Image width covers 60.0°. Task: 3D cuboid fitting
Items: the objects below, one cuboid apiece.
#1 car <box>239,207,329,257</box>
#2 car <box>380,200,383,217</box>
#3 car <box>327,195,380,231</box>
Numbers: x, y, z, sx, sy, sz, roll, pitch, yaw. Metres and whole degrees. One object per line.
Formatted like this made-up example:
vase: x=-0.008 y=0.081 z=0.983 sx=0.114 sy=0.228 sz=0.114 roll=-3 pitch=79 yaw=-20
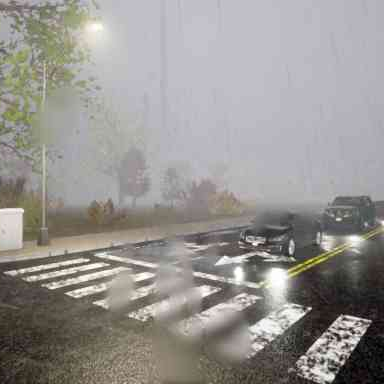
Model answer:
car: x=3.651 y=1.518 z=13.188 sx=1.837 sy=1.490 sz=4.892 roll=0 pitch=0 yaw=39
car: x=16.699 y=1.514 z=29.525 sx=1.882 sy=1.535 sz=5.008 roll=0 pitch=0 yaw=38
car: x=10.216 y=1.248 z=21.417 sx=2.150 sy=2.045 sz=5.566 roll=0 pitch=0 yaw=39
